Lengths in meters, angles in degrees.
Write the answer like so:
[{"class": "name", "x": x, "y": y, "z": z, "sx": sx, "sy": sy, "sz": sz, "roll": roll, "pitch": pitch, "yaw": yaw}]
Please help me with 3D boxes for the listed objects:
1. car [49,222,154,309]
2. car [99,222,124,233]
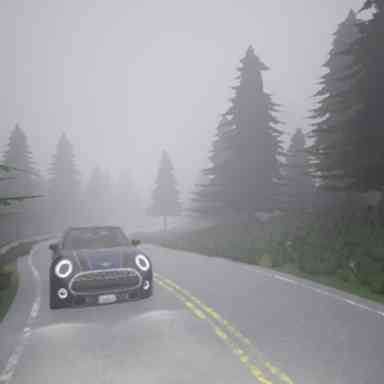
[{"class": "car", "x": -2.502, "y": 1.617, "z": 8.585, "sx": 2.097, "sy": 1.767, "sz": 4.553, "roll": 0, "pitch": -3, "yaw": -22}, {"class": "car", "x": -11.056, "y": 4.863, "z": 45.991, "sx": 1.994, "sy": 1.385, "sz": 4.181, "roll": 0, "pitch": -5, "yaw": 5}]
